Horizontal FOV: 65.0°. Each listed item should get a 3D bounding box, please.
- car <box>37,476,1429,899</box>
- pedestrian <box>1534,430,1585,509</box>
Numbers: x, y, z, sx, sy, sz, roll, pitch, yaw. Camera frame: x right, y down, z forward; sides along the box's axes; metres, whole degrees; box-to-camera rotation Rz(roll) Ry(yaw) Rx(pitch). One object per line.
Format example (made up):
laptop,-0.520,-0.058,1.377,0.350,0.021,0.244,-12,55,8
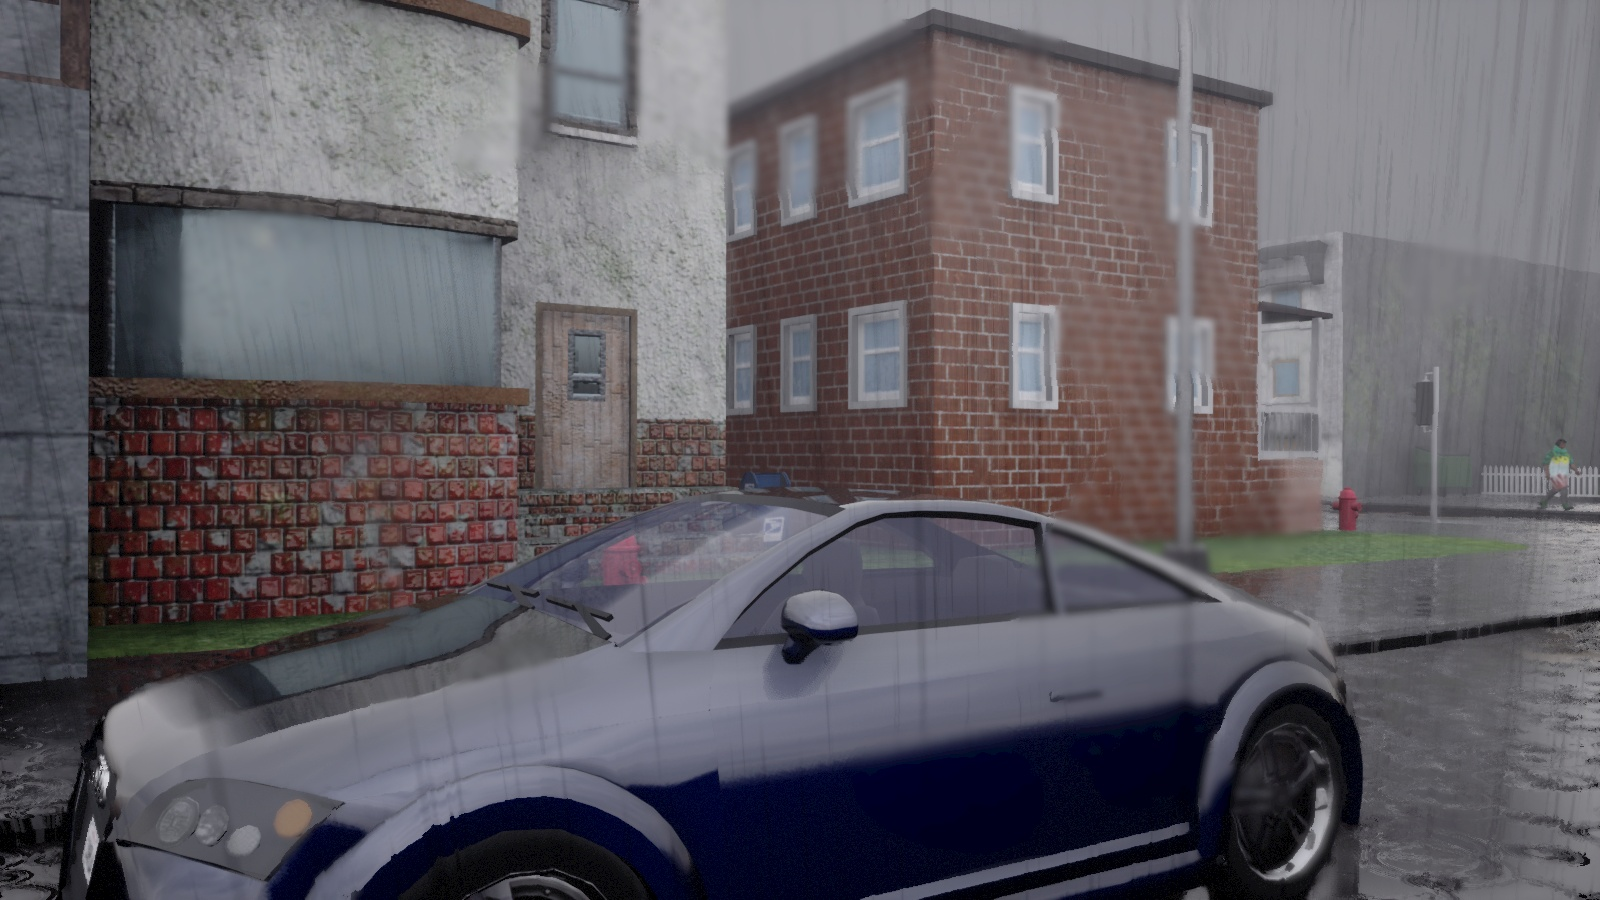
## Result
car,-0.072,0.819,4.179,4.181,1.385,1.994,0,0,-32
pedestrian,19.098,0.491,31.573,0.659,1.952,0.873,0,0,-17
